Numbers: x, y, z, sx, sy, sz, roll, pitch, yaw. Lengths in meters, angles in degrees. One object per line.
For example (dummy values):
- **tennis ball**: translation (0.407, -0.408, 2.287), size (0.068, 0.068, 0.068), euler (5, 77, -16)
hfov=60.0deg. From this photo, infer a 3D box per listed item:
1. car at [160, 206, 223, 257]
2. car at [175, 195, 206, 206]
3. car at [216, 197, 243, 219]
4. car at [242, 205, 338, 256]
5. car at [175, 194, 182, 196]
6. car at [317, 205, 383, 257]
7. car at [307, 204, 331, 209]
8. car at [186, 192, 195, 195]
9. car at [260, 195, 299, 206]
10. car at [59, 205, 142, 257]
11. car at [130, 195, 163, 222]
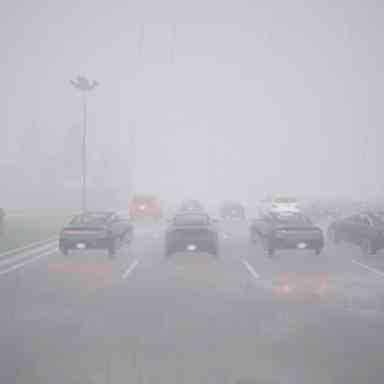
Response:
- **car**: translation (-0.005, 1.506, 12.992), size (1.837, 1.490, 4.892), euler (0, 0, 0)
- **car**: translation (-0.084, 1.352, 27.879), size (2.097, 1.767, 4.553), euler (0, 0, 0)
- **car**: translation (3.420, 1.478, 29.171), size (1.882, 1.535, 5.008), euler (0, 0, 0)
- **car**: translation (3.494, 1.492, 12.980), size (2.128, 1.511, 4.902), euler (0, 0, 0)
- **car**: translation (-3.963, 1.471, 95.503), size (1.882, 1.535, 5.008), euler (0, 0, 0)
- **car**: translation (6.994, 1.492, 12.999), size (2.128, 1.511, 4.902), euler (0, 0, 0)
- **car**: translation (10.413, 1.601, 27.407), size (1.895, 1.301, 4.718), euler (0, 0, 0)
- **car**: translation (-0.463, 1.204, 95.551), size (2.150, 2.045, 5.566), euler (0, 0, 0)
- **car**: translation (6.908, 1.223, 26.843), size (2.150, 2.045, 5.566), euler (0, 0, 0)
- **car**: translation (-3.506, 1.492, 12.948), size (2.128, 1.511, 4.902), euler (0, 0, 0)
- **car**: translation (-3.590, 1.223, 26.822), size (2.150, 2.045, 5.566), euler (0, 0, 0)
